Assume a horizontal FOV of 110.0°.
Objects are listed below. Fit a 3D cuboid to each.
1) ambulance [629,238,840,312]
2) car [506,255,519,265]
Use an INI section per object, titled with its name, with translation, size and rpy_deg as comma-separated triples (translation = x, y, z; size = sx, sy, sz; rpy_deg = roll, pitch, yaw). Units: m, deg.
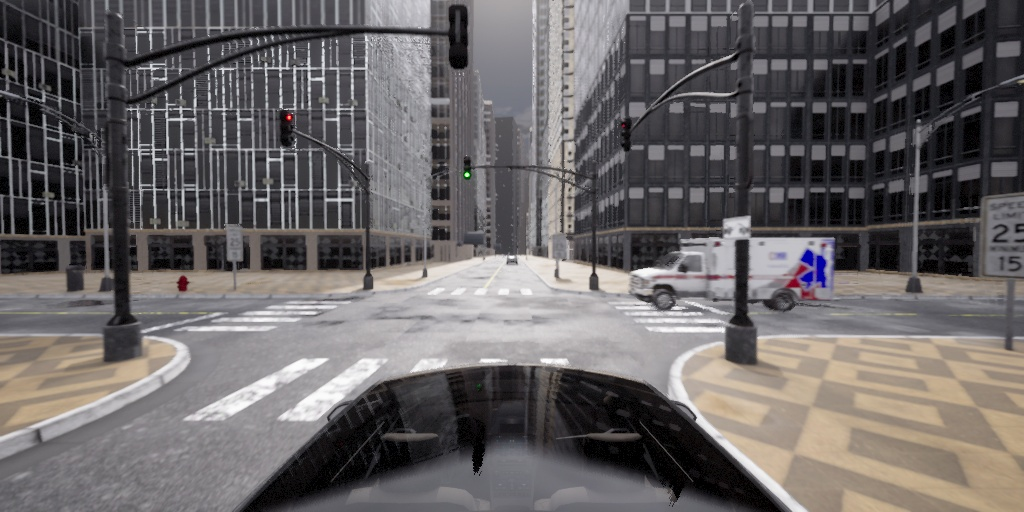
[ambulance]
translation = 7.555, 0.599, 12.820
size = 6.366, 2.431, 2.351
rpy_deg = 0, 1, 2
[car]
translation = 0.031, 0.597, 54.955
size = 2.033, 1.411, 5.357
rpy_deg = 0, 1, 0
